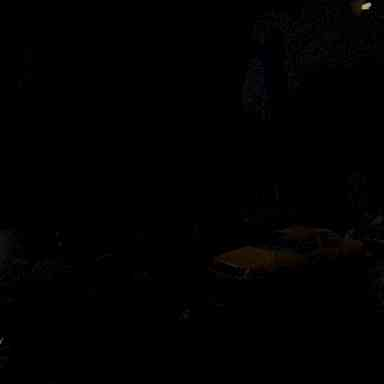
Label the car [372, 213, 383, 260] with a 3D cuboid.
[{"bbox_3d":[7.148,1.441,11.777,4.097,1.590,1.967,0,0,-36],"label":"car"}]

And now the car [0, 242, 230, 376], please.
[{"bbox_3d":[-1.693,1.566,5.444,4.313,1.339,1.947,0,0,-36],"label":"car"}]

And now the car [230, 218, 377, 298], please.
[{"bbox_3d":[2.589,1.525,8.512,4.829,1.417,1.752,0,0,-36],"label":"car"}]
